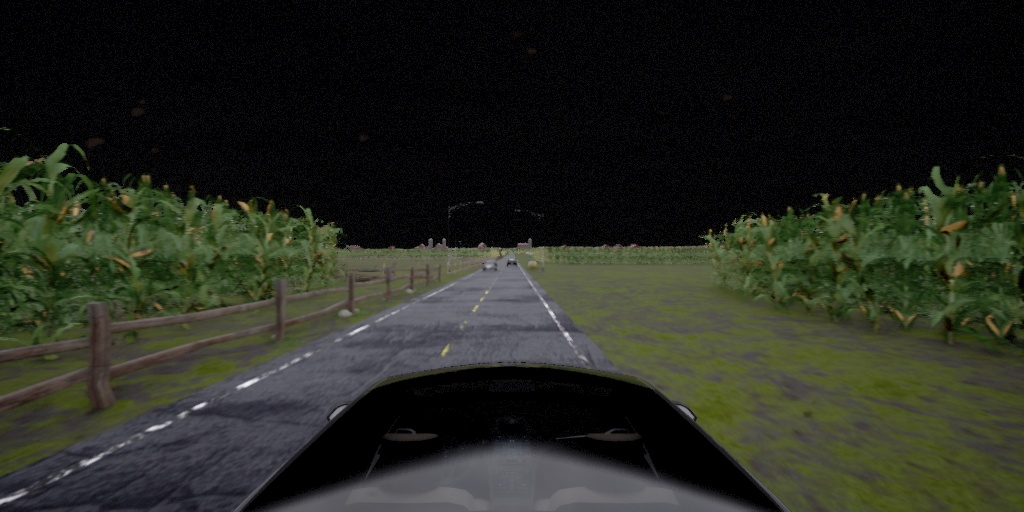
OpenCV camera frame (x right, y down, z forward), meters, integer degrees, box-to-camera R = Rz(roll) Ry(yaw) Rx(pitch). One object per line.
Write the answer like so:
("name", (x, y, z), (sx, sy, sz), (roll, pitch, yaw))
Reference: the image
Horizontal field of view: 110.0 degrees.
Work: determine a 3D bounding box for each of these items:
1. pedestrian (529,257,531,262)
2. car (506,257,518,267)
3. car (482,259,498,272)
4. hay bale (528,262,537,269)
("pedestrian", (2.823, 0.980, 55.676), (0.375, 1.860, 0.375), (-1, 1, -1))
("car", (-0.003, 1.140, 63.478), (1.882, 1.535, 5.008), (0, 0, 0))
("car", (-2.824, 1.194, 46.187), (2.128, 1.511, 4.902), (0, 0, 0))
("hay bale", (3.123, 1.338, 54.571), (1.220, 1.180, 1.240), (0, 0, 0))
